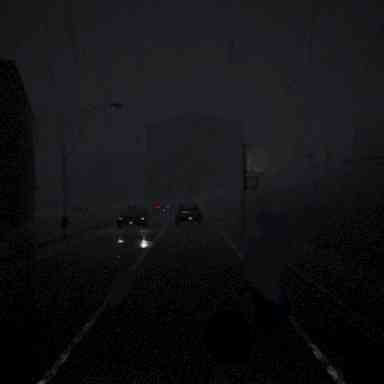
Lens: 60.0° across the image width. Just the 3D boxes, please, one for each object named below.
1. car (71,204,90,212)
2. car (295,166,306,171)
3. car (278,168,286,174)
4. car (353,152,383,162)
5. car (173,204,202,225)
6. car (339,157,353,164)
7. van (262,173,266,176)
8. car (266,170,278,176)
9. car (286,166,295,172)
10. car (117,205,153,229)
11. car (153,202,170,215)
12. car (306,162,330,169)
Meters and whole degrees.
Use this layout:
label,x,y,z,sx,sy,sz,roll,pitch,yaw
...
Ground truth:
label,x,y,z,sx,sy,sz,roll,pitch,yaw
car,-20.419,3.025,60.726,1.837,1.490,4.892,-1,-2,-43
car,21.375,-4.186,61.508,2.002,1.452,4.674,0,1,-1
car,21.131,-4.477,72.700,2.185,1.767,4.553,0,1,-1
car,21.861,-3.955,39.560,2.231,1.521,4.892,0,1,-1
car,-0.356,1.643,25.367,2.128,1.511,4.902,0,-1,-5
car,21.732,-4.033,45.078,2.231,1.521,4.892,0,1,-1
van,20.773,-4.730,89.109,1.878,1.987,4.442,0,0,-1
car,20.890,-4.458,83.715,2.231,1.521,4.892,0,1,-1
car,21.251,-4.417,67.181,2.185,1.767,4.553,0,1,-1
car,-3.908,1.650,22.800,1.812,1.442,4.674,0,-1,-4
car,-4.091,2.017,41.467,1.812,1.442,4.674,0,-1,-20
car,21.494,-4.288,56.015,2.185,1.767,4.553,0,1,-1
